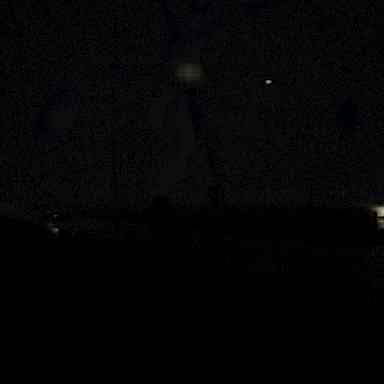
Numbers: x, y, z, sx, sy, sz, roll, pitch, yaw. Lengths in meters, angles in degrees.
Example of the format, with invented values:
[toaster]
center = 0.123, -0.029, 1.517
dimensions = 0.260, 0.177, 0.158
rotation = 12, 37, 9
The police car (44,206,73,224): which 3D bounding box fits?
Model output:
[police car]
center = -13.671, 2.257, 33.973
dimensions = 1.930, 1.638, 5.238
rotation = -2, 0, -36
